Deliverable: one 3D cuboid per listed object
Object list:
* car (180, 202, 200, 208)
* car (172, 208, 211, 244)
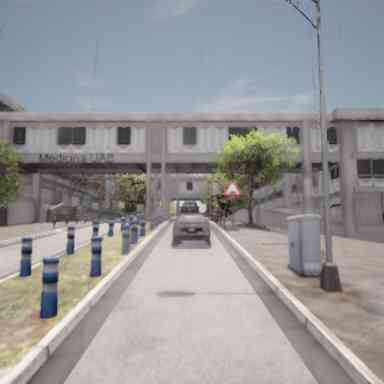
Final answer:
[{"bbox_3d":[-0.241,2.296,39.755,2.150,2.045,5.566,0,-3,-1],"label":"car"},{"bbox_3d":[-0.033,1.763,17.049,2.033,1.411,5.357,0,-1,-1],"label":"car"}]
